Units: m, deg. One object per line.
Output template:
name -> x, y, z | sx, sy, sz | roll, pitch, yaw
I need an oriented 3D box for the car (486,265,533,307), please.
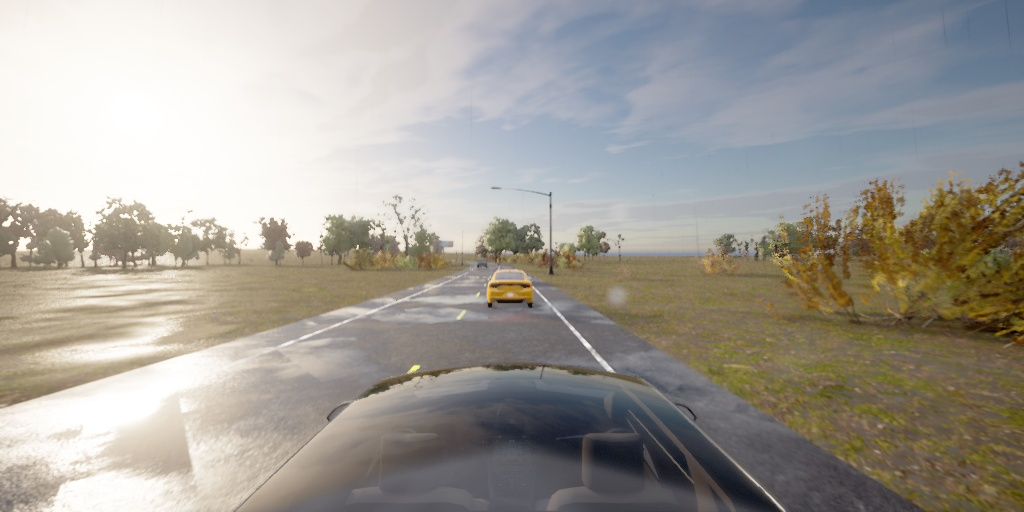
car -> -0.094, 1.360, 16.374 | 1.882, 1.535, 5.008 | 0, 0, -1
